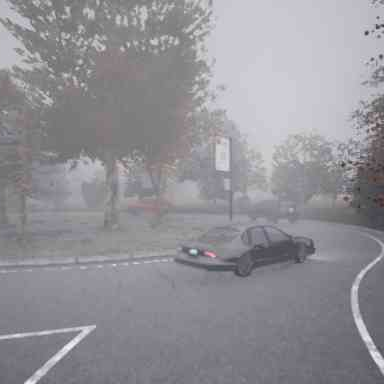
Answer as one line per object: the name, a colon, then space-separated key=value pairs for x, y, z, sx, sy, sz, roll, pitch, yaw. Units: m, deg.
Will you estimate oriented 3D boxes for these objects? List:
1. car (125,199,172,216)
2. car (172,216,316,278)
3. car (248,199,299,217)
car: x=-5.226 y=1.813 z=40.111 sx=5.566 sy=2.045 sz=2.150 roll=1 pitch=-1 yaw=11
car: x=1.903 y=1.715 z=10.811 sx=5.357 sy=1.411 sz=2.033 roll=1 pitch=-1 yaw=-41
car: x=7.222 y=1.691 z=29.921 sx=2.150 sy=2.045 sz=5.566 roll=0 pitch=-1 yaw=-21
